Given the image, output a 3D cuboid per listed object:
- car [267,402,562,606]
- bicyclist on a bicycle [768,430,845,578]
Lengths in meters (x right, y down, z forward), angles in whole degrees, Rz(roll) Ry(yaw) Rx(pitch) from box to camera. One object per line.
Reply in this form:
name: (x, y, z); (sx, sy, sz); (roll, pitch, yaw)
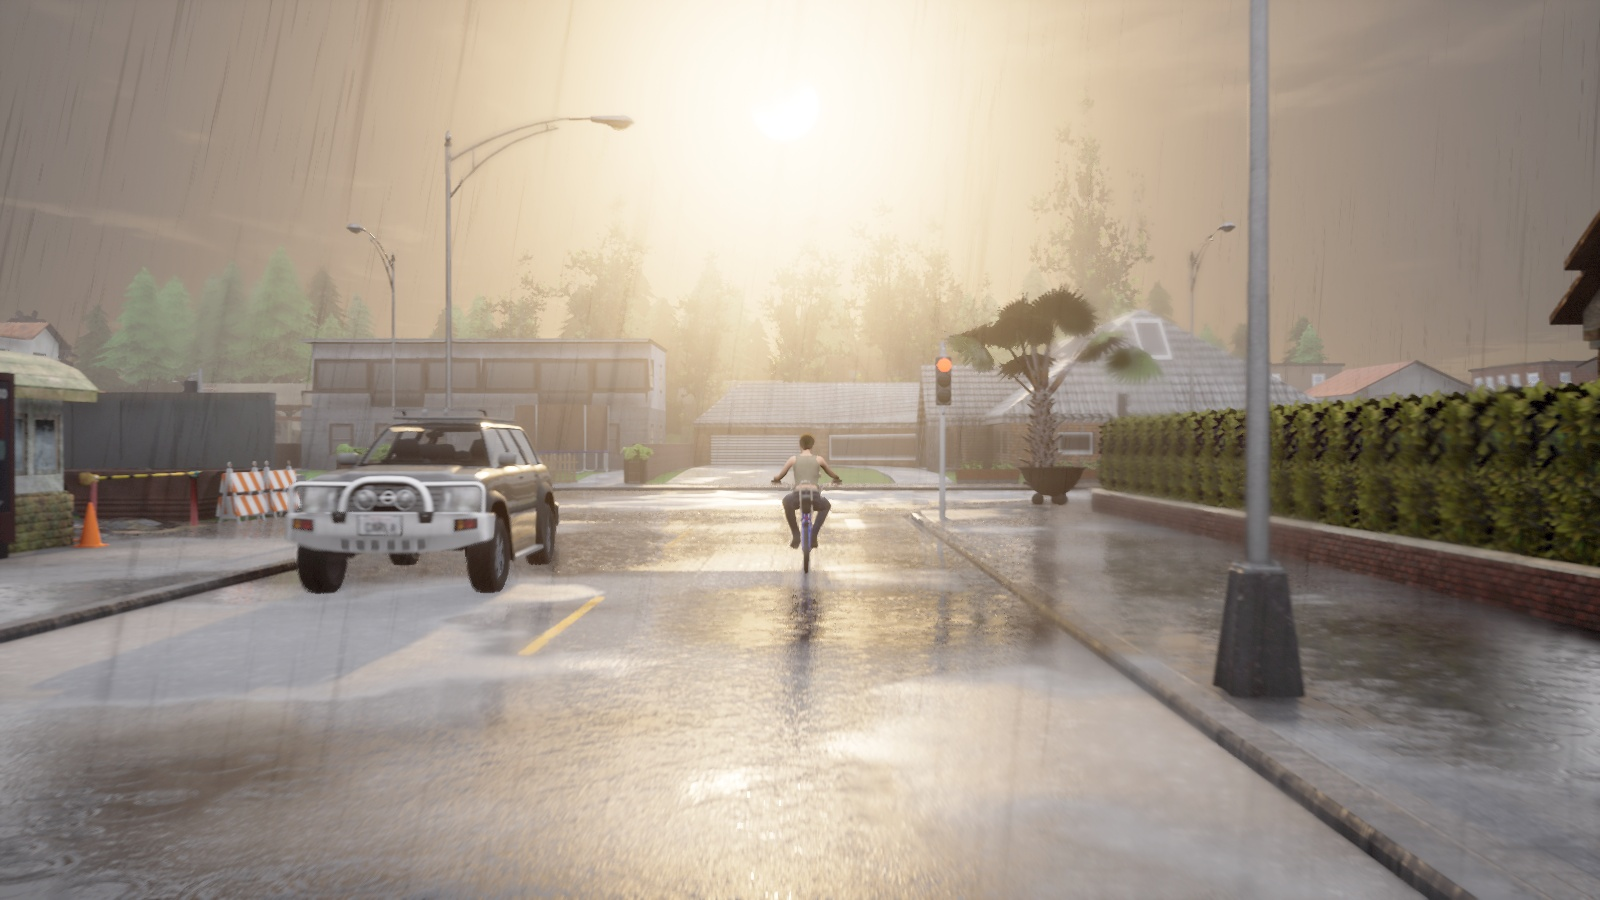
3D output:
car: (-3.952, 0.483, 13.752); (1.932, 1.855, 4.605); (0, 0, -2)
bicyclist on a bicycle: (0.079, 0.597, 14.850); (0.866, 1.612, 1.509); (0, 3, 1)
